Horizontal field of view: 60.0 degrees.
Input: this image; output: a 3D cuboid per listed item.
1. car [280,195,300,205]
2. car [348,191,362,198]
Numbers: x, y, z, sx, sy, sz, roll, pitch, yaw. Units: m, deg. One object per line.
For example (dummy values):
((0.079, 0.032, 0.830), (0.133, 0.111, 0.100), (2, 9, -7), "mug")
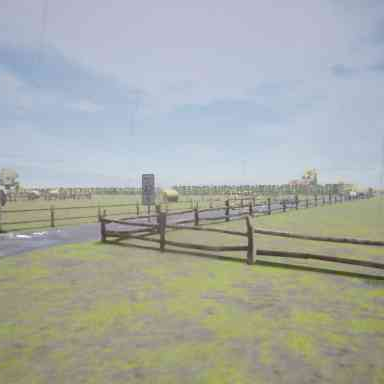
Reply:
((14.574, 1.153, 49.487), (1.994, 1.385, 4.181), (-1, 0, 35), "car")
((37.381, 0.749, 77.166), (1.812, 1.442, 4.674), (-1, 0, 35), "car")
